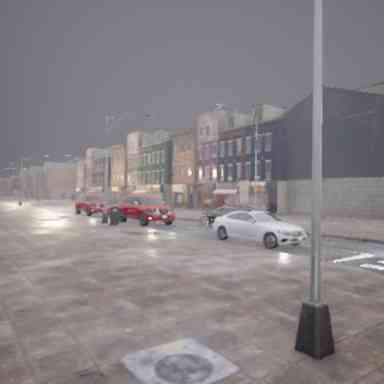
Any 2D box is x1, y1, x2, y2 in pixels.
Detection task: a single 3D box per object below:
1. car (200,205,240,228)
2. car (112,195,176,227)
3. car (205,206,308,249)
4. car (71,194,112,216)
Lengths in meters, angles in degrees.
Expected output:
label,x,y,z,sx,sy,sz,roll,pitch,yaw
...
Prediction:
label,x,y,z,sx,sy,sz,roll,pitch,yaw
car,2.438,1.563,20.634,2.128,1.511,4.902,1,-1,-36
car,-3.352,1.236,23.607,2.150,2.045,5.566,1,-1,-36
car,2.876,1.555,14.975,1.812,1.442,4.674,1,-1,-37
car,-9.619,1.226,32.357,2.150,2.045,5.566,1,-1,-36
